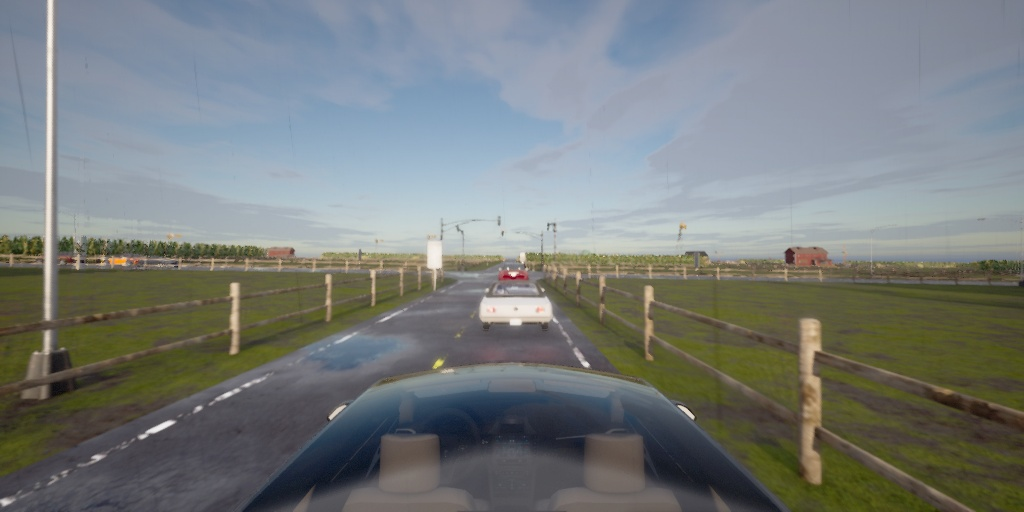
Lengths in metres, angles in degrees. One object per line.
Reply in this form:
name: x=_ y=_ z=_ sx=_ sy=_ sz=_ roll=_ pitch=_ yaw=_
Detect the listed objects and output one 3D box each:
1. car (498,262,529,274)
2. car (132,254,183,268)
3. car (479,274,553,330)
car: x=0.120 y=1.236 z=25.364 sx=2.097 sy=1.767 sz=4.553 roll=0 pitch=0 yaw=1
car: x=-42.794 y=0.787 z=43.645 sx=4.181 sy=1.385 sz=1.994 roll=1 pitch=-1 yaw=1
car: x=0.100 y=1.403 z=11.286 sx=1.895 sy=1.301 sz=4.718 roll=0 pitch=0 yaw=0
